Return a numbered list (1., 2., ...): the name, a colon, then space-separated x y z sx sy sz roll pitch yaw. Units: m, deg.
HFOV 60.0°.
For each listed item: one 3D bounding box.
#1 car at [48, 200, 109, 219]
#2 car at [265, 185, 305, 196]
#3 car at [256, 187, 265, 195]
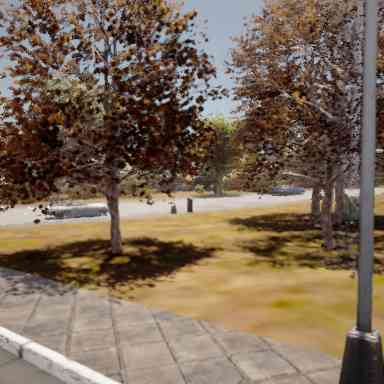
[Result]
1. car: -8.703 1.269 25.852 4.718 1.301 1.895 -1 2 -40
2. car: 13.883 -0.231 48.435 5.357 1.411 2.033 -3 2 -25
3. car: 12.086 -0.299 51.453 4.674 1.442 1.812 -3 2 -25
